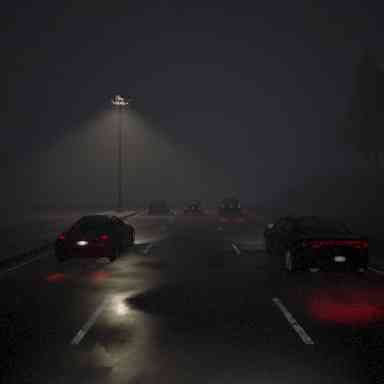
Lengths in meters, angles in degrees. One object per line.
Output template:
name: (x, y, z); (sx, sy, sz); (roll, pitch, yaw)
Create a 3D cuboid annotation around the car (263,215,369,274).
car: (3.600, 1.478, 10.563); (1.882, 1.535, 5.008); (0, 0, 0)

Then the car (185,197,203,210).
car: (0.314, 1.492, 43.710); (2.128, 1.511, 4.902); (0, 0, 2)

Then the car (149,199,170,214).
car: (-3.391, 1.478, 35.155); (1.882, 1.535, 5.008); (0, 0, 0)

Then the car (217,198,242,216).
car: (3.602, 1.352, 32.705); (2.097, 1.767, 4.553); (0, 0, 0)

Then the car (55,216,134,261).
car: (-3.400, 1.564, 12.335); (1.994, 1.385, 4.181); (0, 0, 0)

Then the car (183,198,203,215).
car: (0.103, 1.547, 33.883); (2.033, 1.411, 5.357); (0, 0, 0)
